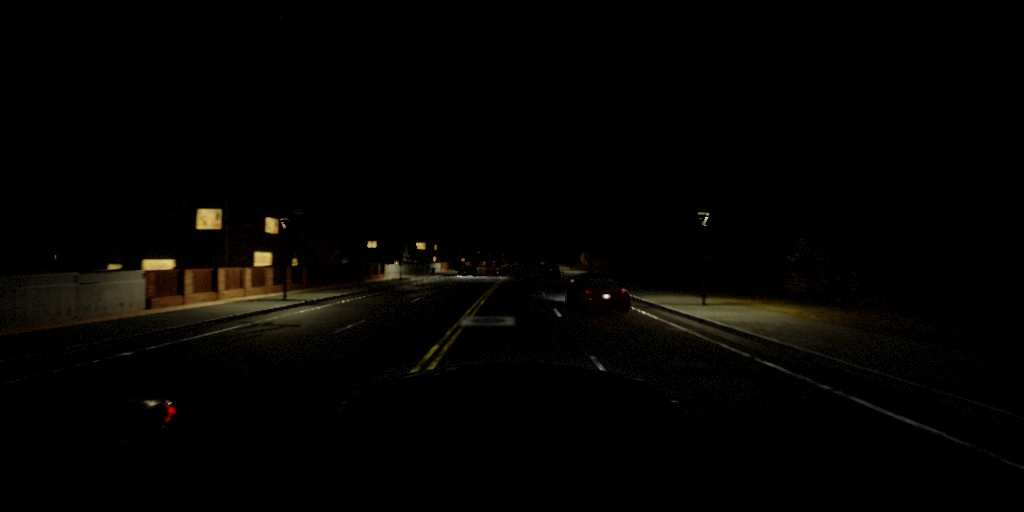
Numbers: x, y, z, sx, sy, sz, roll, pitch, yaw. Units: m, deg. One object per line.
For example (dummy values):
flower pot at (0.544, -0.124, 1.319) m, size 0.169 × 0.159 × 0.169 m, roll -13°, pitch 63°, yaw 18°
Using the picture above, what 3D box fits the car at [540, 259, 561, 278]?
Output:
car at (4.188, 1.514, 39.884) m, size 2.097 × 1.767 × 4.553 m, roll 0°, pitch -1°, yaw 2°

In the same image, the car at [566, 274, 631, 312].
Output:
car at (3.469, 1.462, 15.065) m, size 1.994 × 1.385 × 4.181 m, roll 0°, pitch -1°, yaw 1°

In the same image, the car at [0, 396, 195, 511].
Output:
car at (-3.333, 1.303, 0.879) m, size 1.994 × 1.385 × 4.181 m, roll 0°, pitch -1°, yaw 0°

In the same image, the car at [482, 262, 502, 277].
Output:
car at (-2.347, 1.556, 43.498) m, size 2.097 × 1.767 × 4.553 m, roll 0°, pitch -1°, yaw 3°

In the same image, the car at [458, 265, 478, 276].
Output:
car at (-5.524, 1.786, 45.037) m, size 1.994 × 1.385 × 4.181 m, roll 0°, pitch -1°, yaw 3°
